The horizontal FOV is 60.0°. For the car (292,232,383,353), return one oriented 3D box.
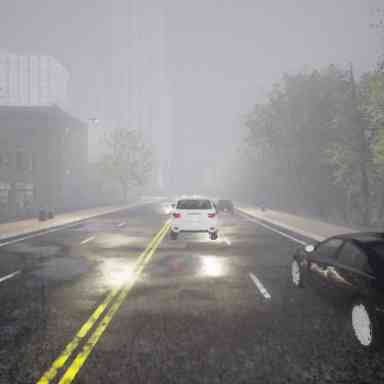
[{"bbox_3d":[3.351,1.479,6.161,1.882,1.535,5.008,0,0,0],"label":"car"}]

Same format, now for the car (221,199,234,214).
[{"bbox_3d":[3.355,1.508,35.590,1.837,1.490,4.892,0,0,0],"label":"car"}]

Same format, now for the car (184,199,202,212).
[{"bbox_3d":[0.106,1.551,40.048,2.033,1.411,5.357,0,0,0],"label":"car"}]

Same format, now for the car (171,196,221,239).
[{"bbox_3d":[0.102,1.224,17.467,2.150,2.045,5.566,0,0,0],"label":"car"}]
